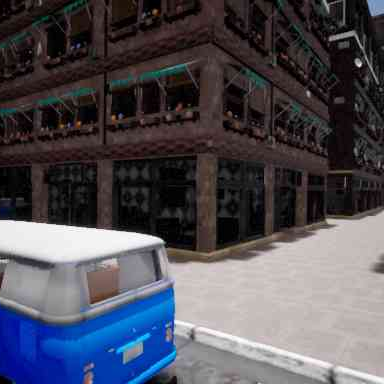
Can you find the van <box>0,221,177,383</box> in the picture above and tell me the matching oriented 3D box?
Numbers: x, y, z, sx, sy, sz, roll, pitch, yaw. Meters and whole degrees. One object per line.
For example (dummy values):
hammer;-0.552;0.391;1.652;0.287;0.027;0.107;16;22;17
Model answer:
van;-2.084;1.338;4.343;3.998;1.788;1.690;0;1;36
